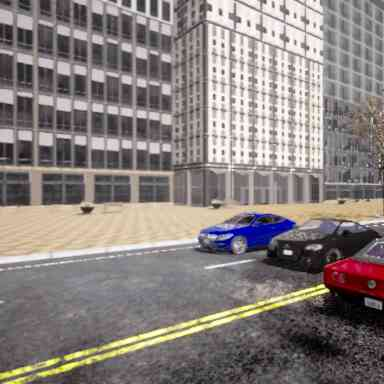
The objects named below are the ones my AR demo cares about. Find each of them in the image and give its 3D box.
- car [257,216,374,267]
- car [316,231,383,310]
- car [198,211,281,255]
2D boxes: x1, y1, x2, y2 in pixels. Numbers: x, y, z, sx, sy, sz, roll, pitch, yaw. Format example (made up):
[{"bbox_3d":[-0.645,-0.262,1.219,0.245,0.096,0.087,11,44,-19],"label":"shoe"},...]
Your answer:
[{"bbox_3d":[4.404,1.566,10.807,4.181,1.385,1.994,0,0,-35],"label":"car"},{"bbox_3d":[4.885,1.602,6.919,4.718,1.301,1.895,0,0,-35],"label":"car"},{"bbox_3d":[2.420,1.528,13.384,4.674,1.442,1.812,0,0,-35],"label":"car"}]
